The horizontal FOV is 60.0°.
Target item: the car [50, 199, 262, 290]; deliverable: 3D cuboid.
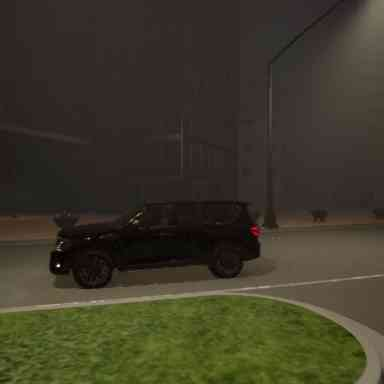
[{"bbox_3d":[-0.849,1.221,9.104,5.566,2.045,2.150,0,0,-16],"label":"car"}]
